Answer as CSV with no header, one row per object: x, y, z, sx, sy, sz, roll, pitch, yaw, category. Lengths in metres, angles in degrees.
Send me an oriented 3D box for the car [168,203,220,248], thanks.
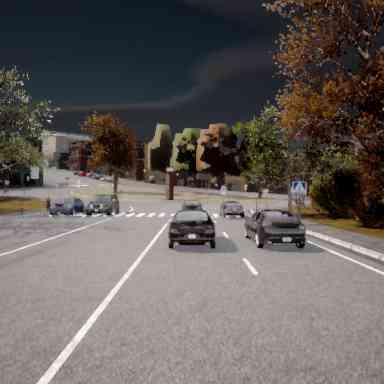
0.000,1.474,14.664,1.882,1.535,5.008,0,0,0,car

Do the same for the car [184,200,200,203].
0.000,1.453,29.666,1.837,1.490,4.892,0,0,0,car

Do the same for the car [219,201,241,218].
3.501,1.501,29.667,2.033,1.411,5.357,0,0,0,car

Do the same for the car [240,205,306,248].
3.500,1.505,14.664,1.837,1.490,4.892,0,0,0,car

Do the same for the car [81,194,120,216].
-8.499,1.244,32.228,2.150,2.045,5.566,0,0,0,car

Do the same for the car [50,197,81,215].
-11.999,1.321,32.290,2.097,1.767,4.553,0,0,0,car
